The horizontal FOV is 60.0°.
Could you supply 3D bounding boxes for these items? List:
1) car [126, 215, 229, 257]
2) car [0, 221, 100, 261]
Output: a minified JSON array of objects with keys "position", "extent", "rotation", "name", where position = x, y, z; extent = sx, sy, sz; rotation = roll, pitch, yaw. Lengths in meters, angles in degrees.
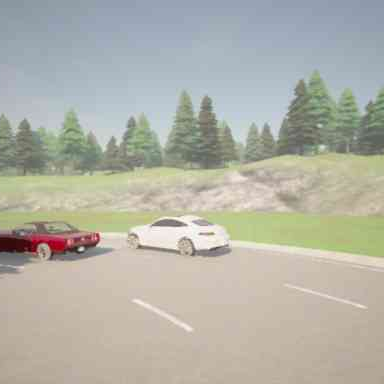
[{"position":[-0.681,1.683,13.688],"extent":[4.674,1.442,1.812],"rotation":[-1,-1,38],"name":"car"},{"position":[-6.016,1.791,12.953],"extent":[4.718,1.301,1.895],"rotation":[-1,-1,25],"name":"car"}]
